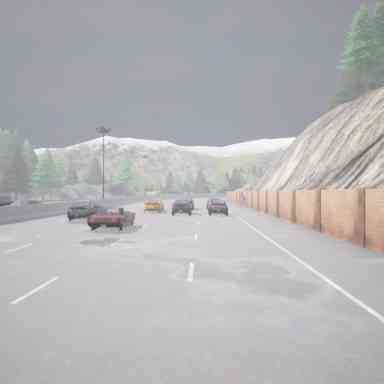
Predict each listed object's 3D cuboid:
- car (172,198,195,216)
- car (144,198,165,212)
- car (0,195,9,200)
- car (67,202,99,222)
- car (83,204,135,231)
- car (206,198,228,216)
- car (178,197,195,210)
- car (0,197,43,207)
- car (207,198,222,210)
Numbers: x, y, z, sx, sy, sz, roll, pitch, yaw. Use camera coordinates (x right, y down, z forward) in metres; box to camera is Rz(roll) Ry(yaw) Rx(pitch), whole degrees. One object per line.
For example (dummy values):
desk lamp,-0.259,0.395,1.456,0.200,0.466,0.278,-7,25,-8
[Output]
car,-0.970,1.505,33.034,1.837,1.490,4.892,0,0,1
car,-4.307,1.477,38.476,1.882,1.535,5.008,0,0,2
car,-21.954,1.161,37.157,2.097,1.767,4.553,0,0,2
car,-8.177,1.492,26.237,2.128,1.511,4.902,0,0,2
car,-4.842,1.601,20.682,1.895,1.301,4.718,0,0,2
car,2.524,1.491,32.784,2.128,1.511,4.902,0,0,2
car,-0.659,1.477,43.474,1.882,1.535,5.008,0,0,2
car,-18.457,1.551,37.022,2.033,1.411,5.357,0,0,2
car,2.834,1.525,43.227,1.812,1.442,4.674,0,0,2
